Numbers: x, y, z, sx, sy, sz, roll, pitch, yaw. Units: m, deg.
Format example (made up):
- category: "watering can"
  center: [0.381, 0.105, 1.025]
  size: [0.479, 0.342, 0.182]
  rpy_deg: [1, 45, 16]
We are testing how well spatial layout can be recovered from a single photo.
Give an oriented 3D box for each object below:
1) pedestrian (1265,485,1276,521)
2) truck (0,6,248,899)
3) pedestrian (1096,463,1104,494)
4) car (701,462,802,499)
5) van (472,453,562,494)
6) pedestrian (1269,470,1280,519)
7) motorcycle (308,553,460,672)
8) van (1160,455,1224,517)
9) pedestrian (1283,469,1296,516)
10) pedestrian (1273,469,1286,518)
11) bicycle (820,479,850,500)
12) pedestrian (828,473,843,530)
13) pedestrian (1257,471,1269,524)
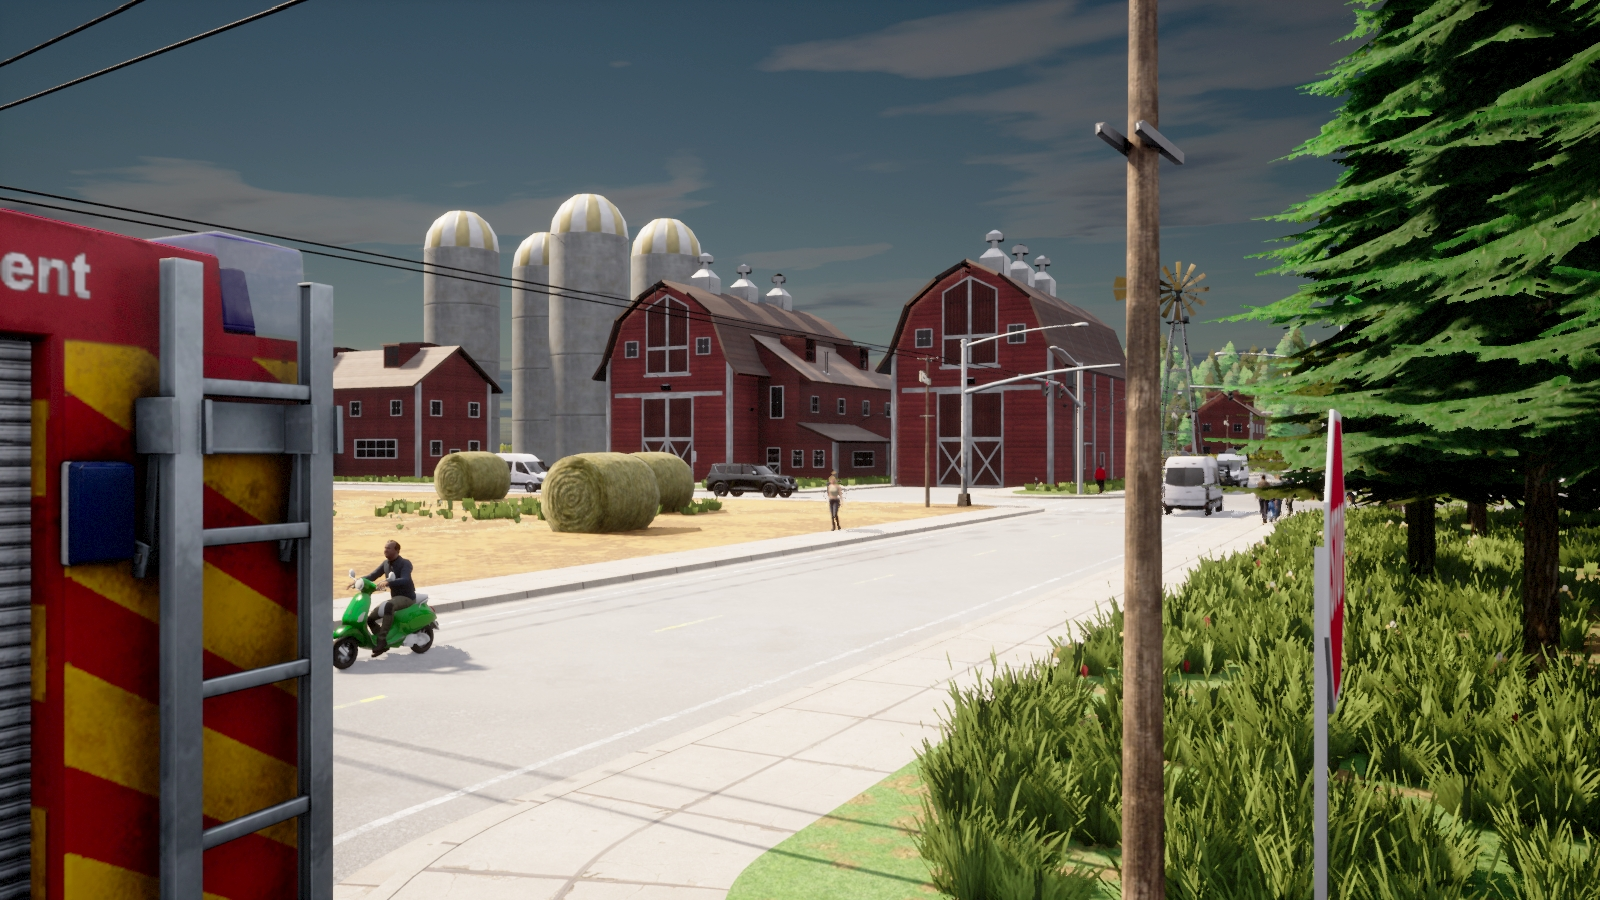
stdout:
- category: "pedestrian"
  center: [17.499, 1.976, 42.489]
  size: [0.375, 1.300, 0.375]
  rpy_deg: [0, 0, 22]
- category: "truck"
  center: [-6.104, 0.866, 3.614]
  size: [8.468, 3.827, 2.891]
  rpy_deg: [0, 0, 22]
- category: "pedestrian"
  center: [18.016, 1.696, 68.568]
  size: [0.375, 1.860, 0.375]
  rpy_deg: [0, 0, 26]
- category: "car"
  center: [-2.850, 1.753, 67.106]
  size: [5.566, 2.045, 2.150]
  rpy_deg: [0, 0, 27]
- category: "van"
  center: [-18.656, 1.495, 75.244]
  size: [5.915, 2.561, 1.988]
  rpy_deg: [0, 1, 27]
- category: "pedestrian"
  center: [18.076, 1.694, 43.494]
  size: [0.375, 1.860, 0.375]
  rpy_deg: [0, 0, 21]
- category: "motorcycle"
  center: [-5.563, 2.142, 15.392]
  size: [0.856, 1.316, 1.805]
  rpy_deg: [0, 0, 28]
- category: "van"
  center: [17.731, 1.529, 51.453]
  size: [1.988, 2.561, 5.915]
  rpy_deg: [0, 1, 26]
- category: "pedestrian"
  center: [19.534, 1.694, 45.585]
  size: [0.375, 1.860, 0.375]
  rpy_deg: [0, 0, -41]
- category: "pedestrian"
  center: [18.698, 1.694, 44.558]
  size: [0.375, 1.860, 0.375]
  rpy_deg: [0, 0, 43]
- category: "bicycle"
  center: [1.983, 2.221, 64.610]
  size: [1.487, 1.080, 0.859]
  rpy_deg: [1, 1, 27]
- category: "pedestrian"
  center: [1.159, 1.694, 37.509]
  size: [0.375, 1.860, 0.375]
  rpy_deg: [0, 0, 25]
- category: "pedestrian"
  center: [16.552, 1.695, 40.834]
  size: [0.375, 1.860, 0.375]
  rpy_deg: [0, 0, 23]
